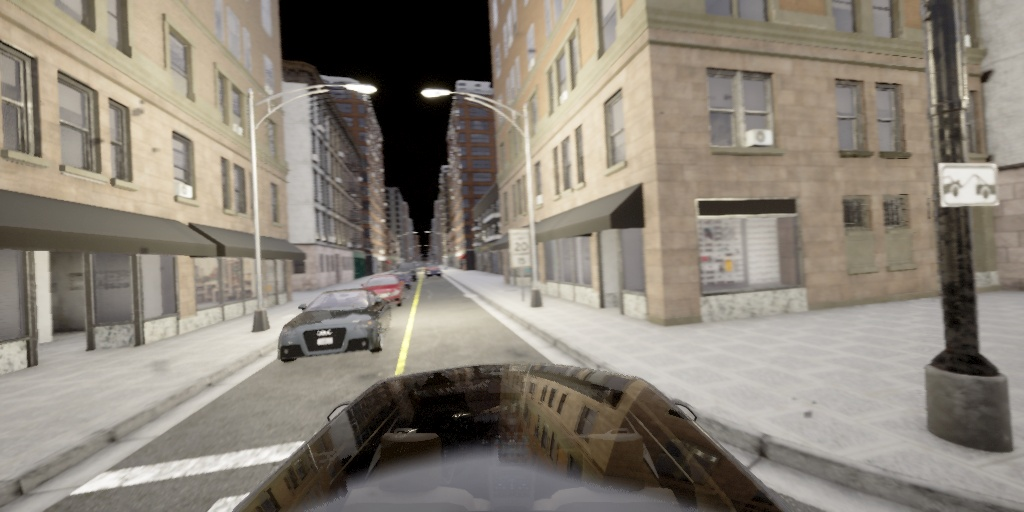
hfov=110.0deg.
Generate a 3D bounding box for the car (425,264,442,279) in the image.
[{"bbox_3d":[-9.427,1.995,43.231,1.895,1.301,4.718,-3,0,-14],"label":"car"}]

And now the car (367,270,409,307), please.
[{"bbox_3d":[-6.268,1.655,17.612,1.812,1.442,4.674,-3,0,-14],"label":"car"}]

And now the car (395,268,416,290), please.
[{"bbox_3d":[-8.645,1.893,27.486,1.895,1.301,4.718,-3,0,-14],"label":"car"}]

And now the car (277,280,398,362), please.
[{"bbox_3d":[-4.224,1.555,9.131,1.994,1.385,4.181,-3,0,-14],"label":"car"}]

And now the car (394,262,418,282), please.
[{"bbox_3d":[-11.117,1.683,37.824,2.150,2.045,5.566,-3,0,-13],"label":"car"}]
